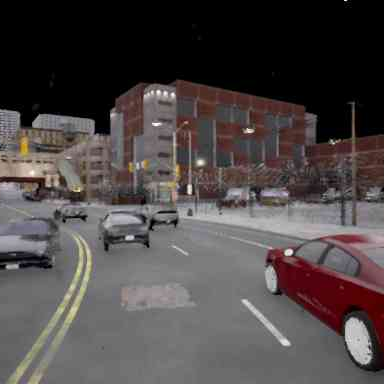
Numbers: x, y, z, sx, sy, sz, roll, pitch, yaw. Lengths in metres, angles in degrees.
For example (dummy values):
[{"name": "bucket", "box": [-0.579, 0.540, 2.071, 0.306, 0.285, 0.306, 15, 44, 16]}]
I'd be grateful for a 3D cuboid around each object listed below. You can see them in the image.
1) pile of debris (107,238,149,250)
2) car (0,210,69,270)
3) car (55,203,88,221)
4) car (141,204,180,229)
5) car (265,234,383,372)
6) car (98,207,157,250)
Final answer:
[{"name": "pile of debris", "box": [-2.777, 2.200, 14.246, 1.500, 0.140, 1.860, 0, 0, -21]}, {"name": "car", "box": [-5.500, 1.587, 11.273, 2.033, 1.411, 5.357, 0, 0, -17]}, {"name": "car", "box": [-10.057, 1.623, 27.373, 2.033, 1.411, 5.357, 0, 0, -32]}, {"name": "car", "box": [-2.506, 1.517, 21.414, 2.128, 1.511, 4.902, 0, 0, -28]}, {"name": "car", "box": [2.839, 1.463, 5.752, 1.882, 1.535, 5.008, 0, 0, -7]}, {"name": "car", "box": [-3.057, 1.552, 14.624, 1.812, 1.442, 4.674, 0, 0, -19]}]
